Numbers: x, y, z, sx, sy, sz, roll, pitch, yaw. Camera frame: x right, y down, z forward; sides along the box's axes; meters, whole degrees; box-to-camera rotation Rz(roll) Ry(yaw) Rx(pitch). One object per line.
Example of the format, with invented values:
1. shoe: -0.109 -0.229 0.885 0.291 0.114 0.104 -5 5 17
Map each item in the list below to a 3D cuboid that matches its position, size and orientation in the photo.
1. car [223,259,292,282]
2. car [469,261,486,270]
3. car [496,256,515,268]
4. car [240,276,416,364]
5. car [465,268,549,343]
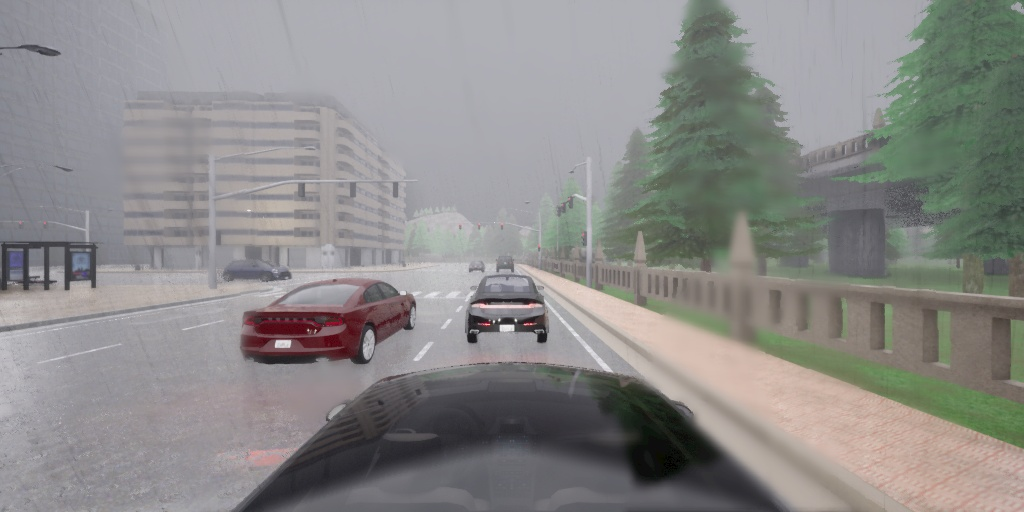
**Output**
1. car: -20.089 1.157 28.461 4.553 1.767 2.097 0 0 2
2. car: -4.370 1.298 44.993 2.033 1.411 5.357 0 0 -1
3. car: -0.867 0.971 45.264 2.150 2.045 5.566 0 0 -1
4. car: -3.596 1.228 8.095 1.882 1.535 5.008 0 0 0
5. car: -0.128 1.242 9.656 2.128 1.511 4.902 0 0 -1
